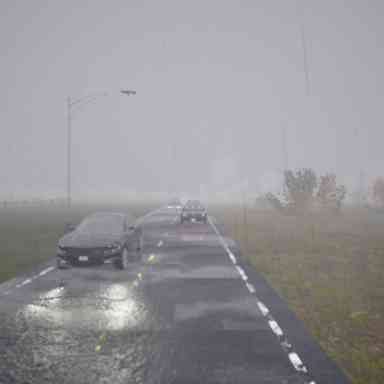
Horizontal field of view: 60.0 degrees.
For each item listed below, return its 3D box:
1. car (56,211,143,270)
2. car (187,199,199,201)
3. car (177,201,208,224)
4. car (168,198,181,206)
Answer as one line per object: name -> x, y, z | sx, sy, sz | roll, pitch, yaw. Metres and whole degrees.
car -> -2.846, 1.463, 11.203 | 1.882, 1.535, 5.008 | 0, 0, 0
car -> 0.110, 1.528, 36.747 | 2.033, 1.411, 5.357 | 0, 0, 0
car -> 0.108, 1.574, 24.223 | 1.895, 1.301, 4.718 | 0, 0, 0
car -> -2.786, 1.585, 53.922 | 1.994, 1.385, 4.181 | 0, 0, 0
